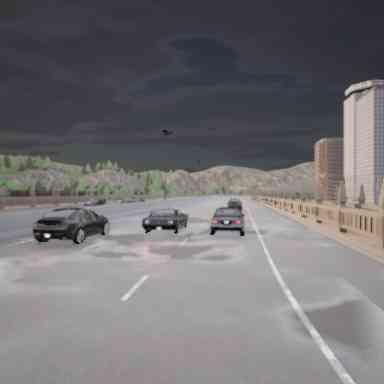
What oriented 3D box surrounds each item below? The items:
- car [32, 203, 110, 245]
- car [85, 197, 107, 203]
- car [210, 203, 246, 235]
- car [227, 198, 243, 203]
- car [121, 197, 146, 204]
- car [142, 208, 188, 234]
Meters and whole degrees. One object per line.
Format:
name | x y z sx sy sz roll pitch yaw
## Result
car | -5.438 1.487 15.617 1.837 1.490 4.892 0 0 7
car | -14.688 1.525 50.808 2.128 1.511 4.902 0 0 9
car | 2.078 1.568 19.093 2.033 1.411 5.357 0 0 8
car | 5.440 1.602 42.453 1.837 1.490 4.892 0 0 8
car | -8.017 1.601 48.020 2.033 1.411 5.357 0 0 9
car | -1.398 1.607 19.436 1.895 1.301 4.718 0 0 8
